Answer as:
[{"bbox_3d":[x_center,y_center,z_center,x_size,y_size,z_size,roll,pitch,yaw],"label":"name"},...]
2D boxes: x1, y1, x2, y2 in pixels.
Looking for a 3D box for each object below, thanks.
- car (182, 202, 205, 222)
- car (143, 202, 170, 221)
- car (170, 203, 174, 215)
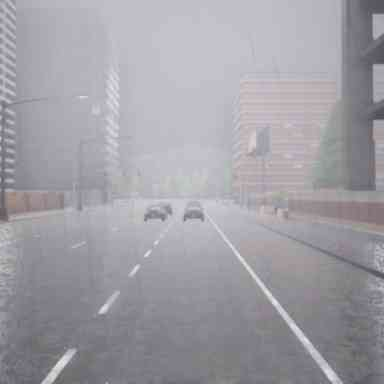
[{"bbox_3d":[0.154,1.924,30.880,1.812,1.442,4.674,0,-1,0],"label":"car"},{"bbox_3d":[-3.344,1.926,31.177,1.812,1.442,4.674,0,-1,0],"label":"car"},{"bbox_3d":[-3.331,2.039,41.452,1.837,1.490,4.892,0,0,0],"label":"car"}]
